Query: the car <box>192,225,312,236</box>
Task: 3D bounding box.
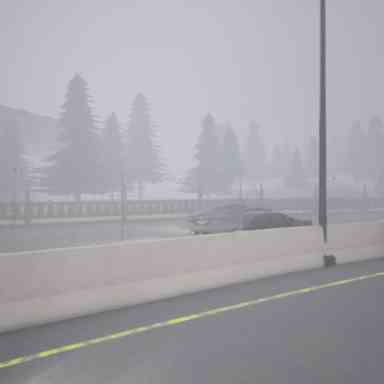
[{"bbox_3d":[2.589,1.505,13.631,5.357,1.411,2.033,0,0,-29],"label":"car"}]
